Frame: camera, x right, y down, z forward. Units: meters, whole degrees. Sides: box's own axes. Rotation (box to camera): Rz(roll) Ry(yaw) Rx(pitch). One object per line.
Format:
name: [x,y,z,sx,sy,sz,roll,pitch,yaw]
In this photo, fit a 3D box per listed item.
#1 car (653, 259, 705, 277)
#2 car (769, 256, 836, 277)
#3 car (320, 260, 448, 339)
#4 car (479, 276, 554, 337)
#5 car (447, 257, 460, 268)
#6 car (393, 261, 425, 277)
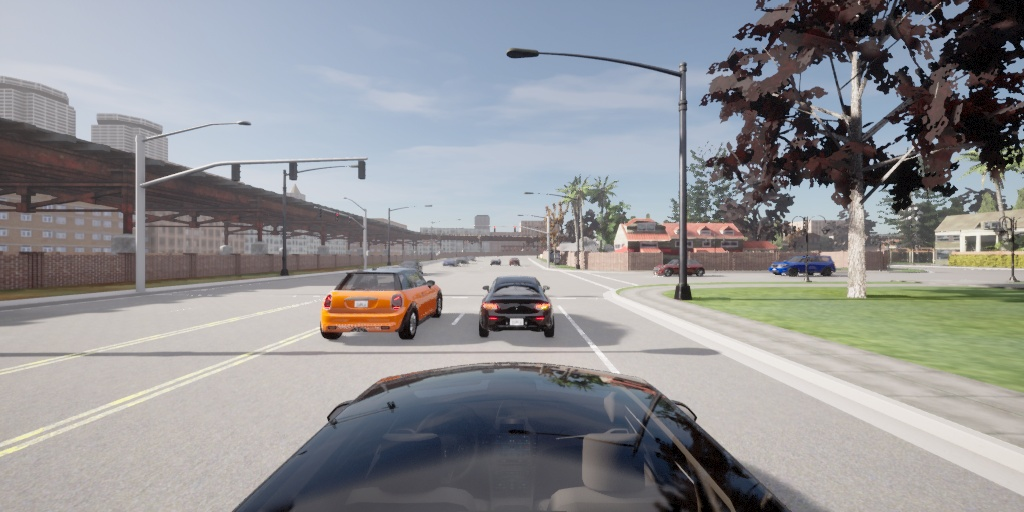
car: [16.275,1.103,35.104,4.553,1.767,2.097,0,0,-1]
car: [28.605,0.972,35.349,5.566,2.045,2.150,0,0,-1]
car: [-3.376,1.102,10.198,2.097,1.767,4.553,0,0,1]
car: [0.122,1.276,10.145,1.812,1.442,4.674,0,0,0]
car: [-10.253,1.121,59.431,1.812,1.442,4.674,0,1,1]
car: [-10.403,1.243,36.476,1.837,1.490,4.892,0,0,0]
